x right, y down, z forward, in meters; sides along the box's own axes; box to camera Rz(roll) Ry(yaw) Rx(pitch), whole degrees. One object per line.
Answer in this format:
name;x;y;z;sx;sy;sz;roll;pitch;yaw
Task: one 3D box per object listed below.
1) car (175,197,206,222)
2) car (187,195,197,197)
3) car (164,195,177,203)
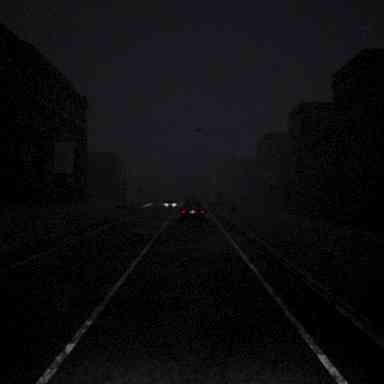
car;0.078;1.382;24.911;2.033;1.411;5.357;0;0;0
car;0.024;1.193;44.955;2.128;1.511;4.902;0;1;0
car;-3.566;1.195;55.399;1.994;1.385;4.181;0;0;0
